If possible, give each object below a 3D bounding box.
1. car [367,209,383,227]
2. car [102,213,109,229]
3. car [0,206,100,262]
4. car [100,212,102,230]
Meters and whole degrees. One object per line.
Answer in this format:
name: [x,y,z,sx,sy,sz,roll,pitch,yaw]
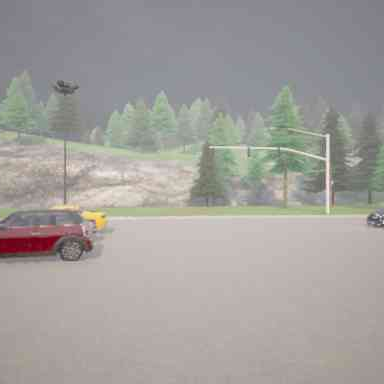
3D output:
car: [13.692,1.391,21.178,4.553,1.767,2.097,0,0,-4]
car: [-7.159,1.511,18.223,5.008,1.535,1.882,0,0,-12]
car: [-5.666,1.372,11.384,4.553,1.767,2.097,0,0,-11]
car: [-6.581,1.553,14.750,4.674,1.442,1.812,0,0,-12]
